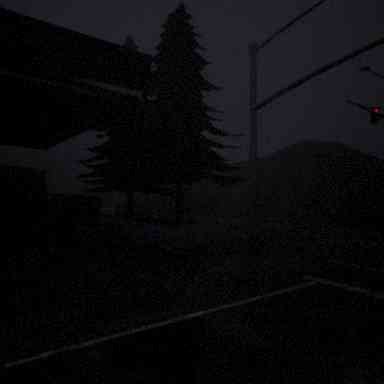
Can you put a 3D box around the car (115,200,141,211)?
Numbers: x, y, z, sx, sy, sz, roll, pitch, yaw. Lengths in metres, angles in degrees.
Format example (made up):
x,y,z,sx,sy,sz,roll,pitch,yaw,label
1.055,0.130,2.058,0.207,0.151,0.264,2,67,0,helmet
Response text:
x,y,z,sx,sy,sz,roll,pitch,yaw,label
-8.456,1.711,43.415,1.895,1.301,4.718,0,0,-35,car

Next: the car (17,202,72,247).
x,y,z,sx,sy,sz,roll,pitch,yaw,label
-7.325,1.482,16.264,1.905,1.878,3.866,0,0,-36,car
